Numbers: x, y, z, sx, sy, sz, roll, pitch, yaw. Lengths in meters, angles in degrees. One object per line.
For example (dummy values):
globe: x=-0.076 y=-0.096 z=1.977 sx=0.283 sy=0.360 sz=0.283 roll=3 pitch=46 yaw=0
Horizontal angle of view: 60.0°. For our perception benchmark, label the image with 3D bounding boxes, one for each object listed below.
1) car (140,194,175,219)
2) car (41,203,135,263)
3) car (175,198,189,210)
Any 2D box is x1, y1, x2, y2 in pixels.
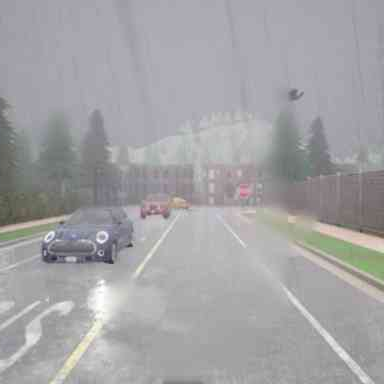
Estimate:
car: x=-3.040 y=1.196 z=28.979 sx=2.150 sy=2.045 sz=5.566 roll=0 pitch=0 yaw=1
car: x=-3.415 y=1.327 z=11.743 sx=2.097 sy=1.767 sz=4.553 roll=0 pitch=0 yaw=1
car: x=-2.323 y=1.436 z=40.998 sx=1.882 sy=1.535 sz=5.008 roll=1 pitch=0 yaw=-36
